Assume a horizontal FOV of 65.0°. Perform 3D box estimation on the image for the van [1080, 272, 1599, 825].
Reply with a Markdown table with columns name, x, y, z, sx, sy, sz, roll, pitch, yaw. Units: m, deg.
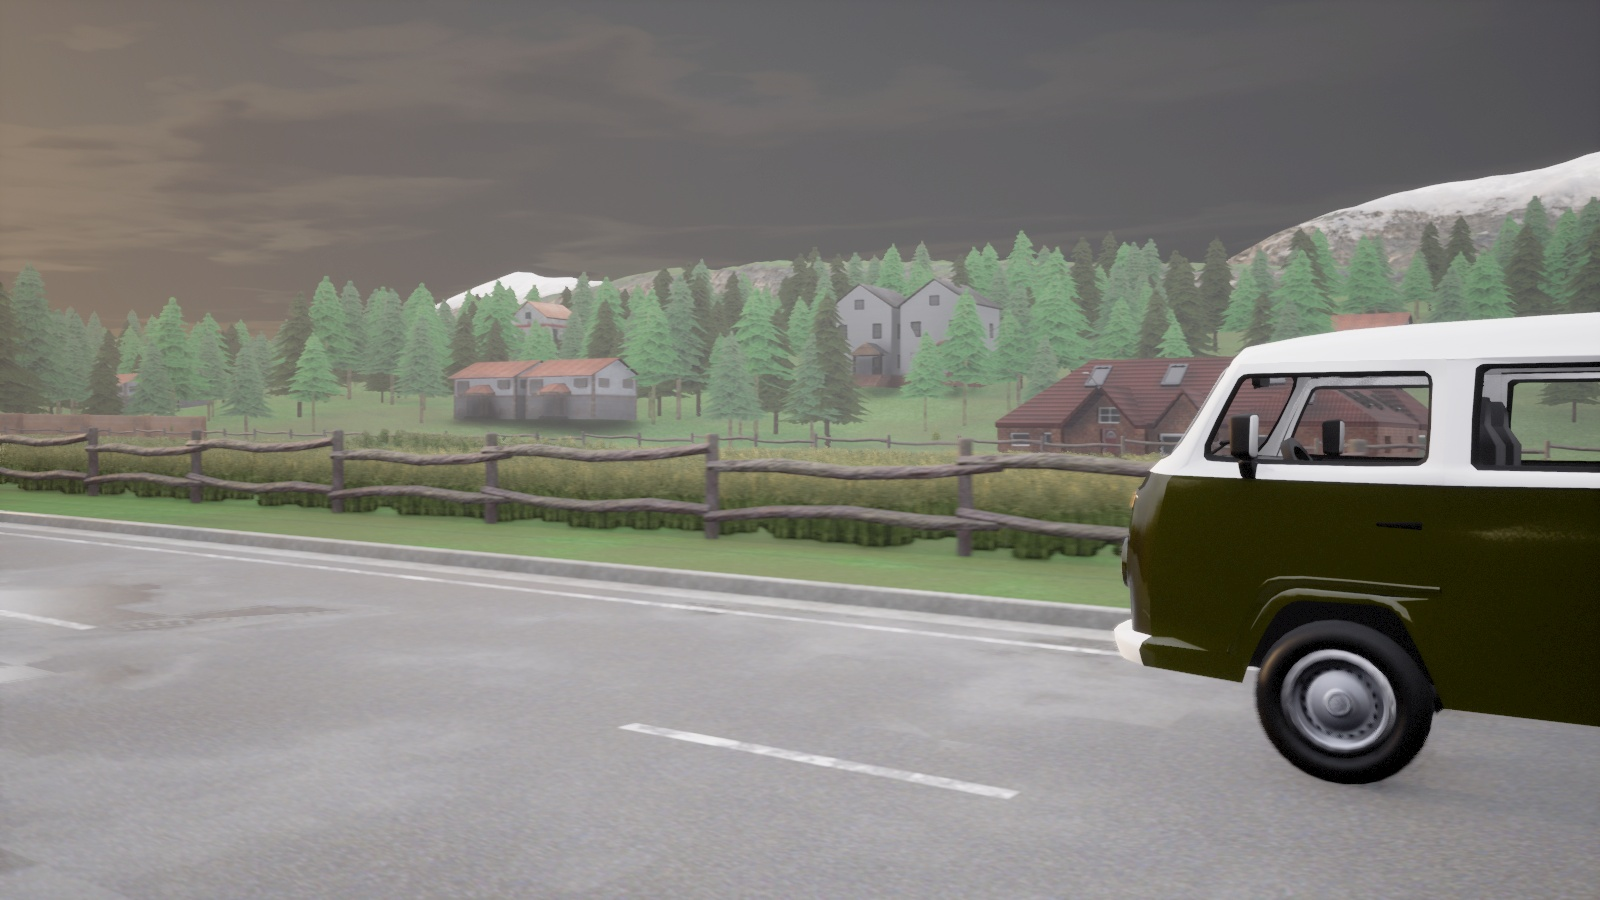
| name | x | y | z | sx | sy | sz | roll | pitch | yaw |
| --- | --- | --- | --- | --- | --- | --- | --- | --- | --- |
| van | 3.721 | 0.348 | 5.347 | 4.480 | 2.038 | 2.069 | 0 | 1 | 34 |
